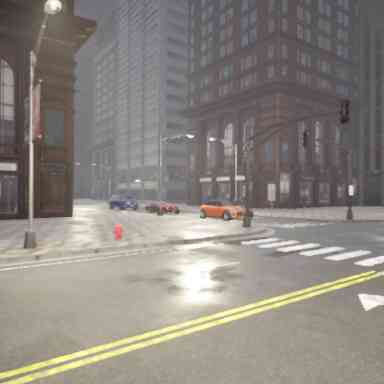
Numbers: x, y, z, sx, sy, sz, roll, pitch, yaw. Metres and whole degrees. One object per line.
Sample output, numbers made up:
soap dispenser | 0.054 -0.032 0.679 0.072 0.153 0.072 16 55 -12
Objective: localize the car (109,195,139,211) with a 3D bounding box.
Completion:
car | -9.077 1.383 44.022 2.150 2.045 5.566 1 -1 -35

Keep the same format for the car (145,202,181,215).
car | -3.117 1.716 35.628 1.895 1.301 4.718 1 -1 -35

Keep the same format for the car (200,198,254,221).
car | 2.670 1.422 27.501 2.097 1.767 4.553 1 -1 -35

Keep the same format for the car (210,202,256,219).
car | 3.804 1.668 31.271 1.994 1.385 4.181 1 -1 -34
